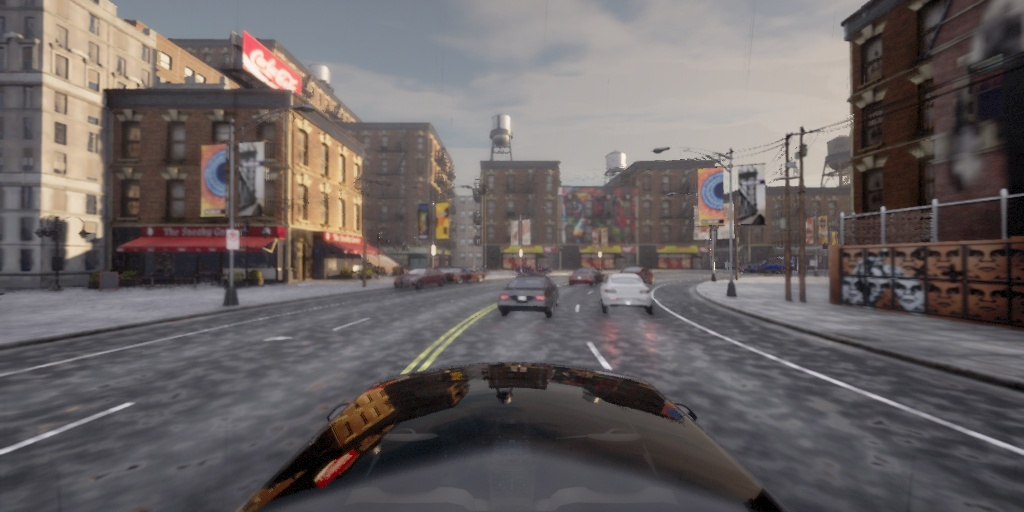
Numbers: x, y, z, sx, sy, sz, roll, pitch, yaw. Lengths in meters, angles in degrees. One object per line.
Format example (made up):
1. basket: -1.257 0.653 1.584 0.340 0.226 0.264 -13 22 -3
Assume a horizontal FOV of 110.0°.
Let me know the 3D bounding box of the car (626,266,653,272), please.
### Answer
1. car: 9.567 1.507 27.501 1.882 1.535 5.008 0 0 31

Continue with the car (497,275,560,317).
1. car: 0.802 1.431 14.004 2.033 1.411 5.357 0 -1 11

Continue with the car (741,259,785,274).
1. car: 36.647 1.507 51.362 5.566 2.045 2.150 0 -1 -2

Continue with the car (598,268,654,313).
1. car: 4.599 1.417 14.795 1.812 1.442 4.674 0 0 13

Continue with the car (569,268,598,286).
1. car: 6.043 1.604 28.428 1.994 1.385 4.181 0 -1 30
